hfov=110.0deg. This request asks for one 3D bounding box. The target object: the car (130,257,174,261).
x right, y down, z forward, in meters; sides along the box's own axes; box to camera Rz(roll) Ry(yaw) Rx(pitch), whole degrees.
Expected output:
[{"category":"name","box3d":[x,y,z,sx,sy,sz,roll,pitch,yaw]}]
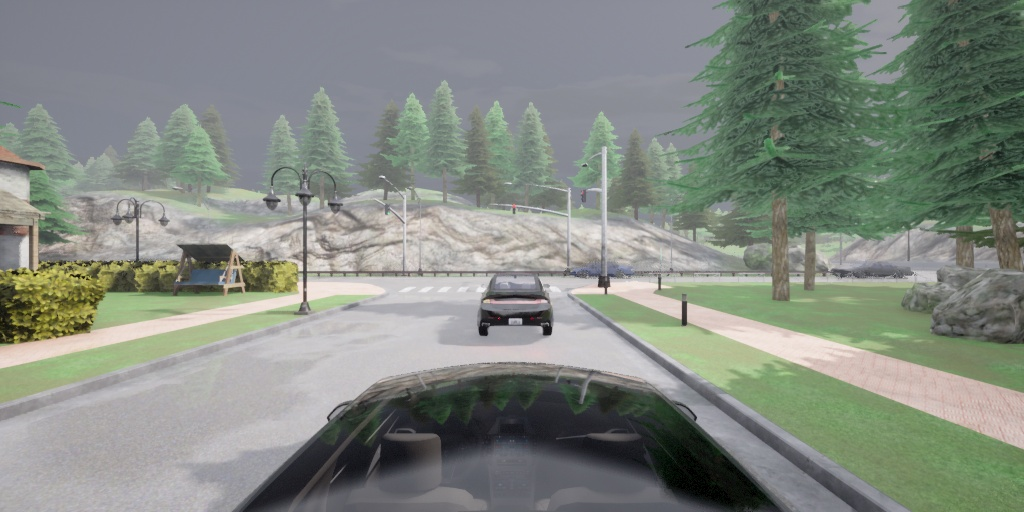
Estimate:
[{"category":"car","box3d":[-25.283,0.940,25.909,4.553,1.767,2.097,0,0,0]}]

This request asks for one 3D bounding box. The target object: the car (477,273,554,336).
[{"category":"car","box3d":[0.098,1.242,10.383,2.128,1.511,4.902,0,0,1]}]

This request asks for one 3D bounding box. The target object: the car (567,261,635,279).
[{"category":"car","box3d":[7.247,1.135,29.521,5.357,1.411,2.033,0,0,0]}]

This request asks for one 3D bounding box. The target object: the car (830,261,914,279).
[{"category":"car","box3d":[29.431,1.135,29.398,5.357,1.411,2.033,0,0,1]}]
